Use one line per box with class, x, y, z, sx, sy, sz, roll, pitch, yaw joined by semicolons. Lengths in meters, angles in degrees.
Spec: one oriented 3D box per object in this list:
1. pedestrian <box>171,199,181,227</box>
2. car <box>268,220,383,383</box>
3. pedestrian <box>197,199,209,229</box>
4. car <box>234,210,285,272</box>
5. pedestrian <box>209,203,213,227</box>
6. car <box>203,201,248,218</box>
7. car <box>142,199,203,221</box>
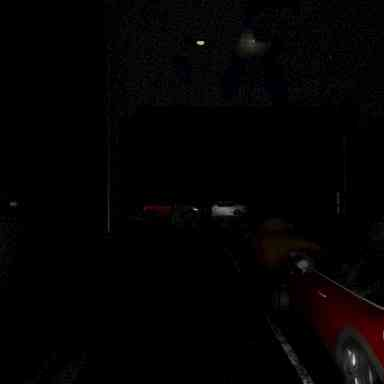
pedestrian;-1.068;1.301;21.514;0.375;1.860;0.375;0;0;0
car;2.641;1.441;4.989;1.967;1.590;4.097;0;0;0
pedestrian;0.658;1.301;20.202;0.375;1.860;0.375;0;0;0
car;2.638;1.529;10.597;1.752;1.417;4.829;0;0;0
pedestrian;1.064;1.299;20.915;0.375;1.860;0.375;0;0;0
car;2.642;1.536;29.499;4.674;1.442;1.812;0;0;0
car;-1.618;1.352;26.532;4.553;1.767;2.097;0;0;0
